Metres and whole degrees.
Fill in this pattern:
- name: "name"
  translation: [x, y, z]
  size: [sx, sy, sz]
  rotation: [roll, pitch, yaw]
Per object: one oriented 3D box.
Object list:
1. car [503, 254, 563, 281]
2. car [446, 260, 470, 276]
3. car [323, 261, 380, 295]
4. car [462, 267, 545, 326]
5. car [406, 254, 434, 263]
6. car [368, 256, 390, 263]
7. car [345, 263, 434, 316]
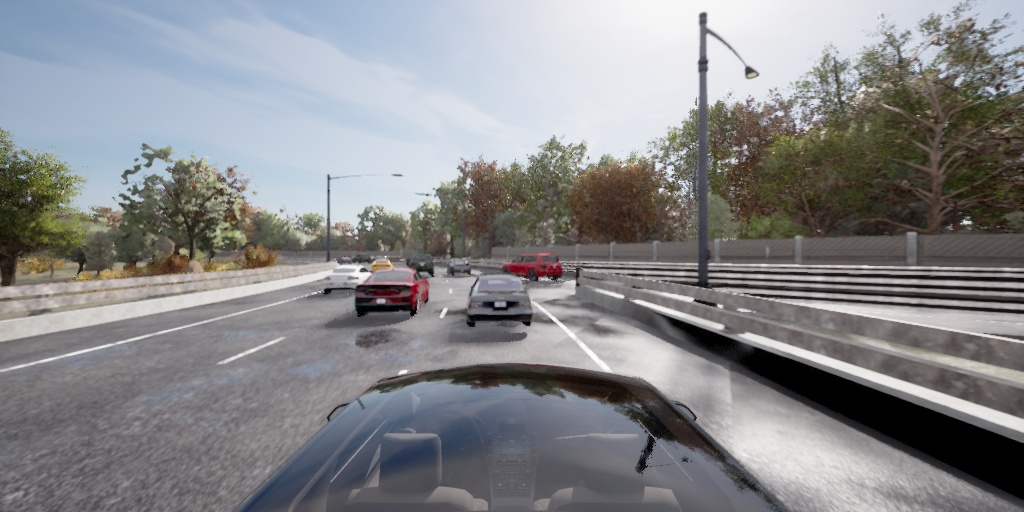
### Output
- name: "car"
  translation: [1.420, 0.850, 27.242]
  size: [2.150, 2.045, 5.566]
  rotation: [0, 0, -35]
- name: "car"
  translation: [-5.155, 1.089, 34.400]
  size: [2.128, 1.511, 4.902]
  rotation: [0, 0, -17]
- name: "car"
  translation: [-8.656, 1.210, 19.320]
  size: [1.812, 1.442, 4.674]
  rotation: [0, 0, -10]
- name: "car"
  translation: [-0.442, 1.248, 11.430]
  size: [2.033, 1.411, 5.357]
  rotation: [0, 0, -4]
- name: "car"
  translation: [-8.540, 0.832, 33.613]
  size: [2.150, 2.045, 5.566]
  rotation: [0, 0, -17]
- name: "car"
  translation: [-13.023, 1.089, 35.976]
  size: [1.882, 1.535, 5.008]
  rotation: [0, 0, -18]
- name: "car"
  translation: [-4.191, 1.181, 13.176]
  size: [1.882, 1.535, 5.008]
  rotation: [0, 0, -7]
